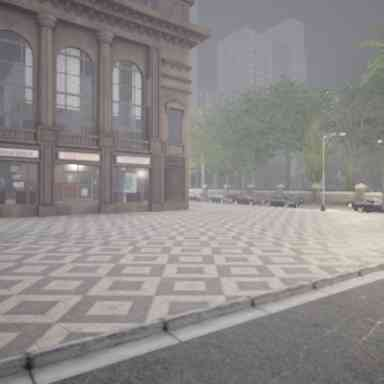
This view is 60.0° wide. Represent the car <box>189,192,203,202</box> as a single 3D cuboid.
[{"bbox_3d":[0.850,0.946,52.468,1.802,1.307,4.206,1,0,-35],"label":"car"}]

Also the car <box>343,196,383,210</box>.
[{"bbox_3d":[20.566,1.289,39.366,1.887,1.381,4.507,1,0,-35],"label":"car"}]

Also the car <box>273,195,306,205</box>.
[{"bbox_3d":[14.184,1.143,48.384,1.947,1.339,4.313,1,0,-35],"label":"car"}]

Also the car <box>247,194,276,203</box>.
[{"bbox_3d":[10.993,1.058,52.893,1.947,1.339,4.313,1,0,-35],"label":"car"}]

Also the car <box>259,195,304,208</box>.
[{"bbox_3d":[10.422,1.186,38.941,1.947,1.339,4.313,1,0,-35],"label":"car"}]

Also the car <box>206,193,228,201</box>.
[{"bbox_3d":[4.610,0.900,61.911,1.802,1.307,4.206,1,0,-35],"label":"car"}]

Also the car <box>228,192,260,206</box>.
[{"bbox_3d":[7.232,1.080,43.450,1.887,1.381,4.507,1,0,-35],"label":"car"}]

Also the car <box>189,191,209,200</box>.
[{"bbox_3d":[1.423,0.669,66.419,1.967,1.590,4.097,1,0,-35],"label":"car"}]

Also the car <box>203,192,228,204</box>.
[{"bbox_3d":[4.041,1.001,47.959,2.008,1.369,4.403,1,0,-35],"label":"car"}]

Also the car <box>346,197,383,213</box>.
[{"bbox_3d":[16.805,1.335,29.923,2.008,1.369,4.403,1,0,-35],"label":"car"}]
